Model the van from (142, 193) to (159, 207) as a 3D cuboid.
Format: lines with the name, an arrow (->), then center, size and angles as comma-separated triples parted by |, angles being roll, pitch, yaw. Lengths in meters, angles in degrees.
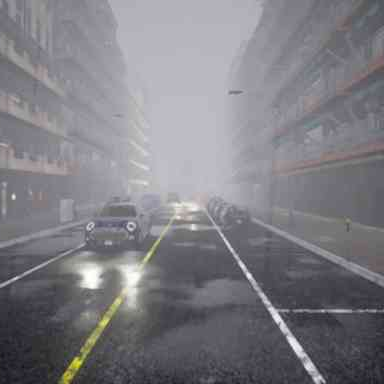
van -> -5.688, 1.153, 43.769 | 1.690, 1.788, 3.998 | 0, 0, 0

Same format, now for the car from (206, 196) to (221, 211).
car -> 2.692, 1.401, 32.425 | 1.887, 1.381, 4.507 | 0, 0, 0

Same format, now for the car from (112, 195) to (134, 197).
car -> -5.689, 1.196, 26.783 | 2.192, 1.841, 5.009 | 0, 0, 0

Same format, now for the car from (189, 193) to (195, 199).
car -> 0.006, 1.106, 95.077 | 1.812, 1.442, 4.674 | 0, 0, 0

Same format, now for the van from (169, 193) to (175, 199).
van -> -5.688, 1.050, 94.726 | 1.690, 1.788, 3.998 | 0, 0, 0

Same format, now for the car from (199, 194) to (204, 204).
car -> 2.364, 1.255, 56.695 | 1.882, 1.535, 5.008 | 0, 0, 0

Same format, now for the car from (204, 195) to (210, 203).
car -> 2.692, 1.274, 38.085 | 1.967, 1.590, 4.097 | 0, 0, 0

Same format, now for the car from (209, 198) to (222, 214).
car -> 2.692, 1.432, 26.762 | 2.008, 1.369, 4.403 | 0, 0, 0

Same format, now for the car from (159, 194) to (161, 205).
car -> -5.689, 1.110, 49.429 | 2.192, 1.841, 5.009 | 0, 0, 0

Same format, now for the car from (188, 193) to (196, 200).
car -> 0.006, 1.135, 75.298 | 2.128, 1.511, 4.902 | 0, 0, 0

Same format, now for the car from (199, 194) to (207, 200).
car -> 2.692, 1.247, 83.549 | 1.752, 1.417, 4.829 | 0, 0, 0

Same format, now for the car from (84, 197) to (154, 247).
car -> -3.098, 1.287, 14.588 | 2.097, 1.767, 4.553 | 0, 0, 0

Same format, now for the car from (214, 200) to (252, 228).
car -> 2.692, 1.457, 21.100 | 2.008, 1.369, 4.403 | 0, 0, 0

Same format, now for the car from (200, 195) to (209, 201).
car -> 2.693, 1.288, 72.055 | 1.887, 1.381, 4.507 | 0, 0, 0

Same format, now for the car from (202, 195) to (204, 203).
car -> 2.692, 1.394, 43.749 | 1.802, 1.307, 4.206 | 0, 0, 0

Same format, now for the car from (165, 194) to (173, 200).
car -> -5.687, 1.247, 83.232 | 1.752, 1.417, 4.829 | 0, 0, 0

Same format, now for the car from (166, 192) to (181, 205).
car -> -3.050, 1.002, 54.983 | 2.150, 2.045, 5.566 | 0, 0, 1
